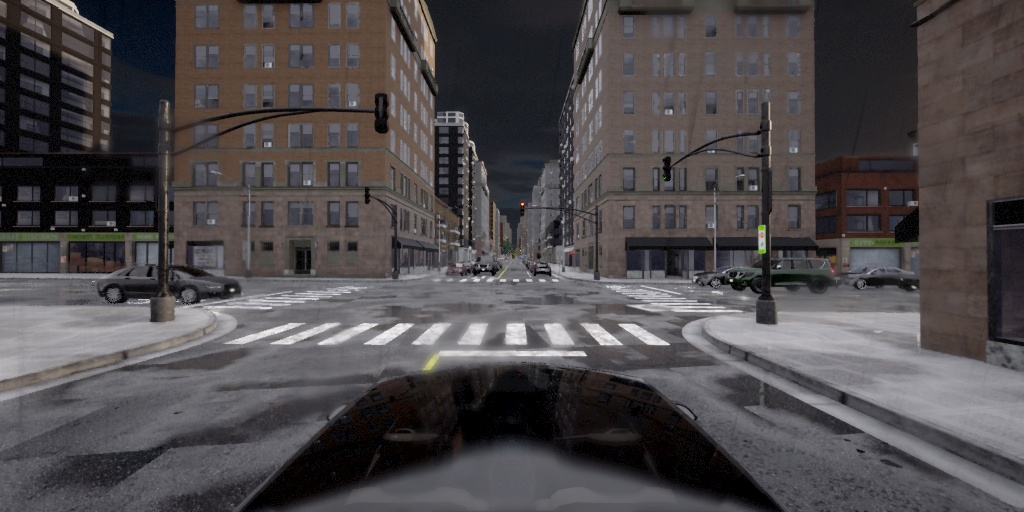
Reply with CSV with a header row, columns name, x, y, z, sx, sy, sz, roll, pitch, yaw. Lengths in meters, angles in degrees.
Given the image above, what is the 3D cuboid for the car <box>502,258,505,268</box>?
name,x,y,z,sx,sy,sz,roll,pitch,yaw
car,-2.502,1.353,58.192,1.895,1.301,4.718,0,0,1

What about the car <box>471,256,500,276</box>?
name,x,y,z,sx,sy,sz,roll,pitch,yaw
car,-2.770,0.976,37.848,2.150,2.045,5.566,0,0,1

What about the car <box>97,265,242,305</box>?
name,x,y,z,sx,sy,sz,roll,pitch,yaw
car,-13.707,1.115,14.503,4.892,1.490,1.837,0,-1,0

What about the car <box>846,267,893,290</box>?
name,x,y,z,sx,sy,sz,roll,pitch,yaw
car,24.238,1.464,24.200,4.902,1.511,2.128,0,-1,0

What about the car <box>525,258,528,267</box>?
name,x,y,z,sx,sy,sz,roll,pitch,yaw
car,3.118,1.303,47.299,2.007,1.370,4.403,0,0,1

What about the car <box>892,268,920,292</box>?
name,x,y,z,sx,sy,sz,roll,pitch,yaw
car,25.724,1.551,20.943,4.718,1.301,1.895,0,-1,0

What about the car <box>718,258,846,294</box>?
name,x,y,z,sx,sy,sz,roll,pitch,yaw
car,15.622,1.105,21.013,5.566,2.045,2.150,0,-1,0

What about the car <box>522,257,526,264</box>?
name,x,y,z,sx,sy,sz,roll,pitch,yaw
car,3.328,1.316,63.890,1.948,1.339,4.313,0,0,1

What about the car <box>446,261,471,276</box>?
name,x,y,z,sx,sy,sz,roll,pitch,yaw
car,-5.547,1.336,36.342,1.802,1.307,4.207,0,0,1

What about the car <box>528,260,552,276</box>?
name,x,y,z,sx,sy,sz,roll,pitch,yaw
car,2.979,1.319,36.238,1.948,1.339,4.313,0,0,1

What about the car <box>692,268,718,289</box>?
name,x,y,z,sx,sy,sz,roll,pitch,yaw
car,14.833,1.402,24.260,4.902,1.511,2.128,0,-1,2

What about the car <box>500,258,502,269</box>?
name,x,y,z,sx,sy,sz,roll,pitch,yaw
car,-2.643,1.258,47.936,1.837,1.490,4.892,0,0,1

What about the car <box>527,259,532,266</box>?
name,x,y,z,sx,sy,sz,roll,pitch,yaw
car,3.048,1.298,41.769,1.888,1.381,4.507,0,0,1

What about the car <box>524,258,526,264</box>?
name,x,y,z,sx,sy,sz,roll,pitch,yaw
car,3.188,1.297,52.829,1.888,1.381,4.507,0,0,1
